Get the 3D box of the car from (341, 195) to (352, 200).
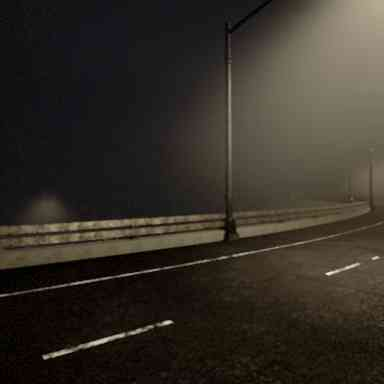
[{"bbox_3d":[40.241,1.501,86.853,1.837,1.490,4.892,0,0,1],"label":"car"}]
